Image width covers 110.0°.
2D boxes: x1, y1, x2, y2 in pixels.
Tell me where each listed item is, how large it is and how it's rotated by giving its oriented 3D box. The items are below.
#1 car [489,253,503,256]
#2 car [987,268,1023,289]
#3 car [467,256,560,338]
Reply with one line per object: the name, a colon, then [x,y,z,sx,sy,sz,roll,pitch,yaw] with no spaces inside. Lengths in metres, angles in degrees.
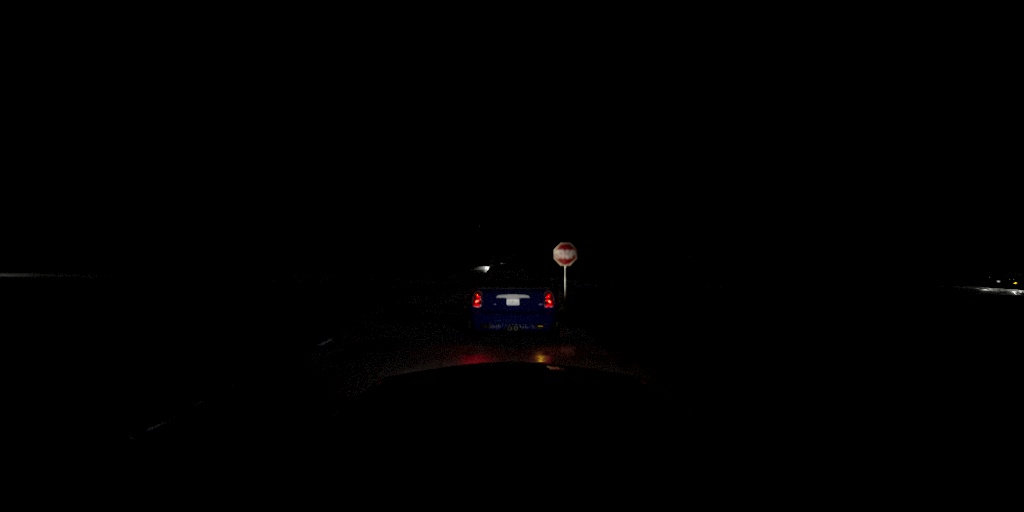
car: [-2.788,0.643,52.045,2.128,1.511,4.902,0,1,0]
car: [36.788,1.584,25.313,4.892,1.490,1.837,1,1,0]
car: [0.089,0.987,9.911,2.097,1.767,4.553,0,1,2]
